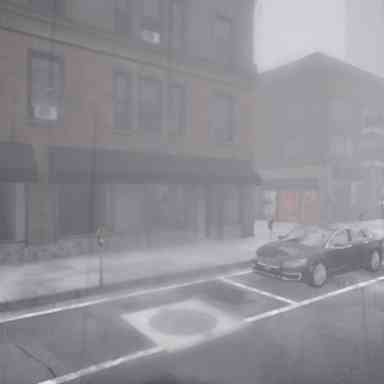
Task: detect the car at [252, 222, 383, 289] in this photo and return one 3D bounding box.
[{"bbox_3d":[3.553,1.535,9.069,4.403,1.369,2.008,0,0,-36],"label":"car"}]
